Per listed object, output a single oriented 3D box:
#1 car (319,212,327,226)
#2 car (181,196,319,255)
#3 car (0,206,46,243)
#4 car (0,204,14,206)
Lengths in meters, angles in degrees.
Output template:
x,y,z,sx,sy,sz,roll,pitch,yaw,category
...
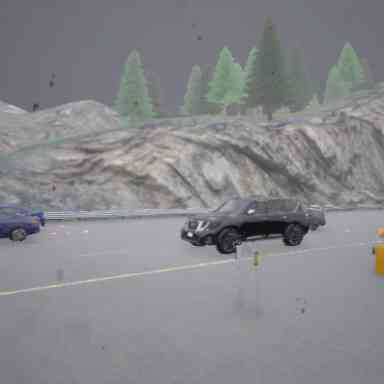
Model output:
x,y,z,sx,sy,sz,roll,pitch,yaw,category
5.412,1.528,19.338,5.357,1.411,2.033,0,0,-29,car
2.312,1.209,13.555,5.566,2.045,2.150,0,0,-31,car
-9.152,1.502,14.549,4.674,1.442,1.812,0,0,-34,car
-10.546,1.450,17.808,5.008,1.535,1.882,0,0,-34,car
